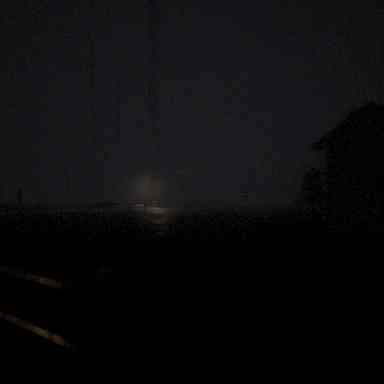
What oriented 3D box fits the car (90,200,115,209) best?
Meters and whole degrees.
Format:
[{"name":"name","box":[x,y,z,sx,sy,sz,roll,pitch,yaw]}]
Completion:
[{"name":"car","box":[-15.770,2.263,58.464,1.837,1.490,4.892,0,-1,36]}]
